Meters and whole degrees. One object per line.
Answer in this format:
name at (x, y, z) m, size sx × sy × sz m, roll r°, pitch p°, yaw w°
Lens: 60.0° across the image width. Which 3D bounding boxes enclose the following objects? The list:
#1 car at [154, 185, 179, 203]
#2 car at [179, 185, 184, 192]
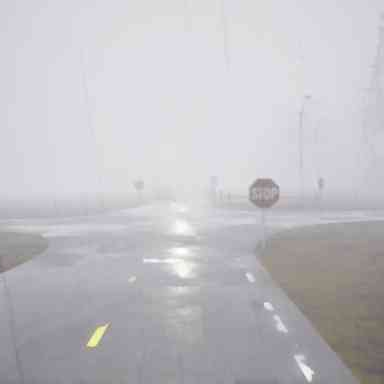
car at (-2.770, 0.194, 35.342) m, size 2.097 × 1.767 × 4.553 m, roll 0°, pitch 1°, yaw 0°
car at (-2.799, -0.887, 75.416) m, size 1.882 × 1.535 × 5.008 m, roll 0°, pitch 2°, yaw 0°
